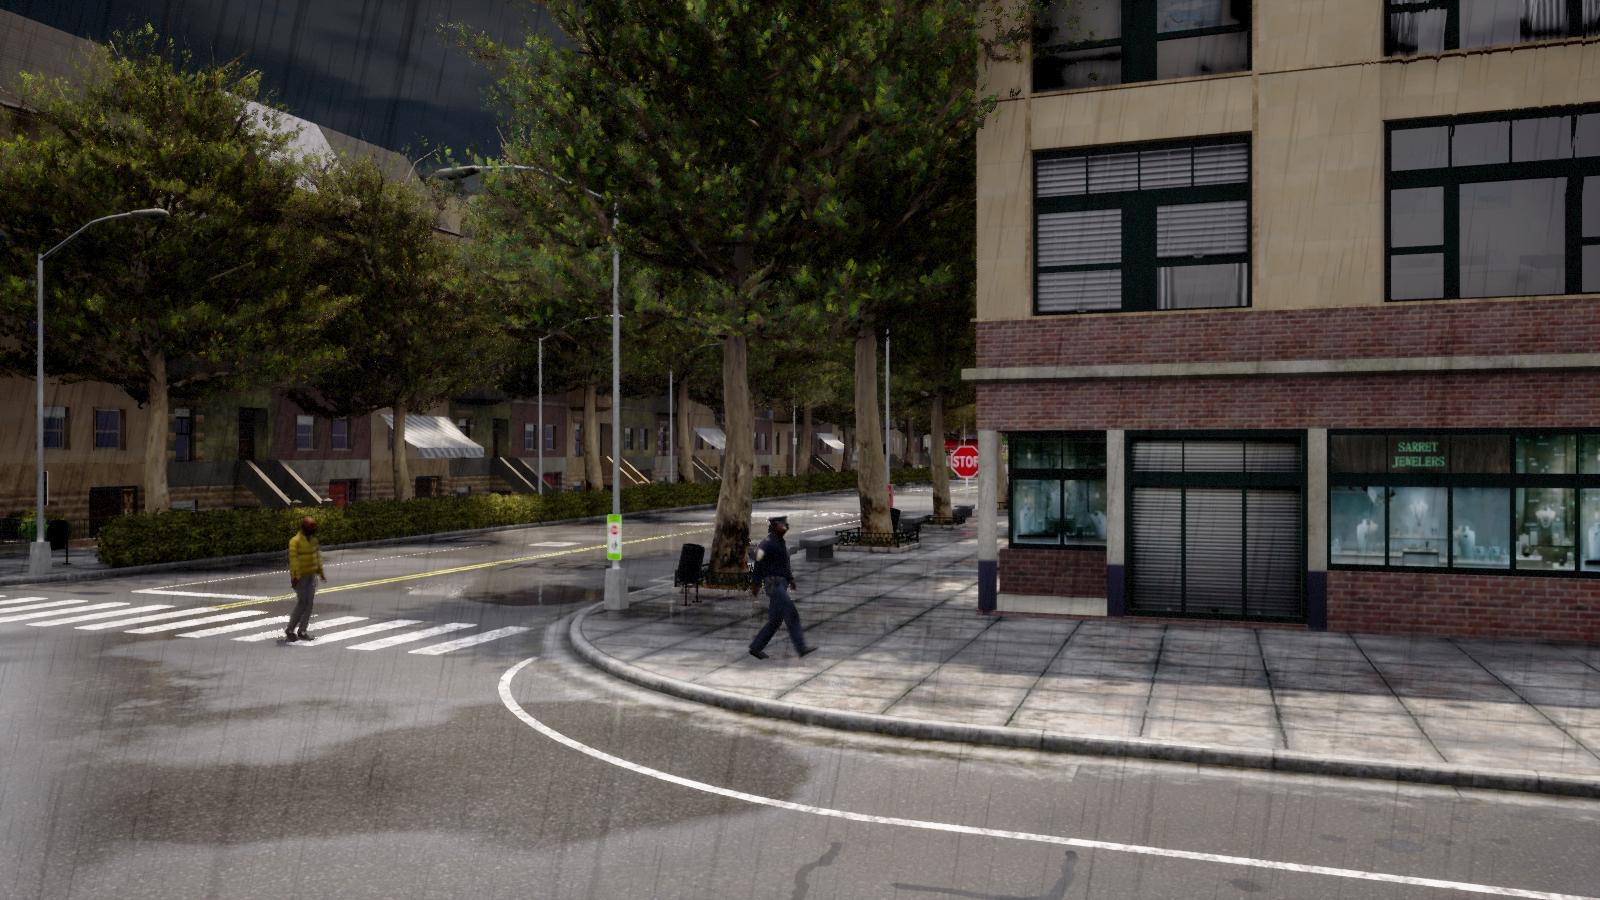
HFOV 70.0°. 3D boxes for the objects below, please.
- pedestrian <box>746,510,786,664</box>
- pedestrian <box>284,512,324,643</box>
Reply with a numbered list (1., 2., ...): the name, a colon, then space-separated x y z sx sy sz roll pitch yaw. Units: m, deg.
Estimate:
1. pedestrian: -0.425 1.698 14.299 0.375 1.860 0.375 0 0 26
2. pedestrian: -7.246 1.854 16.690 0.375 1.860 0.375 0 0 19
